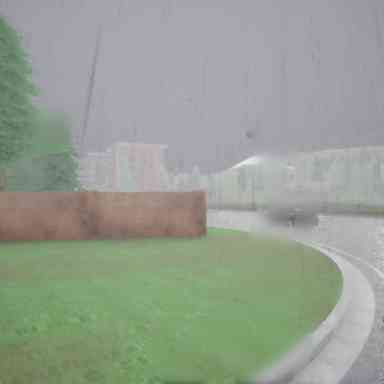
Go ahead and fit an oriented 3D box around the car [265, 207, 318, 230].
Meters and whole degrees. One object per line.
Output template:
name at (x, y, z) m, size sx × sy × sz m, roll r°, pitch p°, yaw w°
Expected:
car at (7.216, 1.875, 24.596) m, size 1.837 × 1.490 × 4.892 m, roll 1°, pitch -1°, yaw -18°
